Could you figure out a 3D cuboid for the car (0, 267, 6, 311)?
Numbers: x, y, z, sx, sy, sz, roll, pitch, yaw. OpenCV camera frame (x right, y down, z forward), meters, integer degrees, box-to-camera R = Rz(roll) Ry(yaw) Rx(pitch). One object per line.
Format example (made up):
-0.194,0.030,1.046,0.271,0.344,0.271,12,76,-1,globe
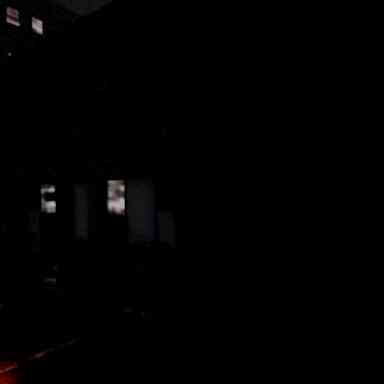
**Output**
-5.430,1.587,6.371,4.892,1.490,1.837,-1,0,36,car
